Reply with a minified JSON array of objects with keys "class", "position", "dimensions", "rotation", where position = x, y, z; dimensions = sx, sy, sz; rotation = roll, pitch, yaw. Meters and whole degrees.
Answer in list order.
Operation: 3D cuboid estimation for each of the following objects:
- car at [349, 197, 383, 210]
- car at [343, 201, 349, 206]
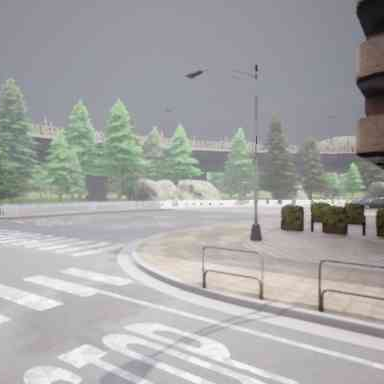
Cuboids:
[{"class":"car","position":[22.340,1.441,40.401],"dimensions":[4.892,1.490,1.837],"rotation":[0,0,4]},{"class":"car","position":[22.464,1.456,43.860],"dimensions":[4.674,1.442,1.812],"rotation":[0,0,3]}]
